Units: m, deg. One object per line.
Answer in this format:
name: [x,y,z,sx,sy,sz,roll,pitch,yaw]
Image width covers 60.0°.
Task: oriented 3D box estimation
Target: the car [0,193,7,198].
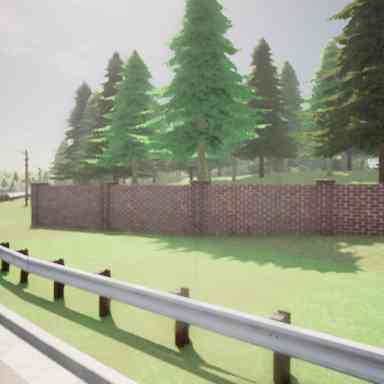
car: [-44.215,1.111,75.559,2.033,1.411,5.357,0,0,-22]
